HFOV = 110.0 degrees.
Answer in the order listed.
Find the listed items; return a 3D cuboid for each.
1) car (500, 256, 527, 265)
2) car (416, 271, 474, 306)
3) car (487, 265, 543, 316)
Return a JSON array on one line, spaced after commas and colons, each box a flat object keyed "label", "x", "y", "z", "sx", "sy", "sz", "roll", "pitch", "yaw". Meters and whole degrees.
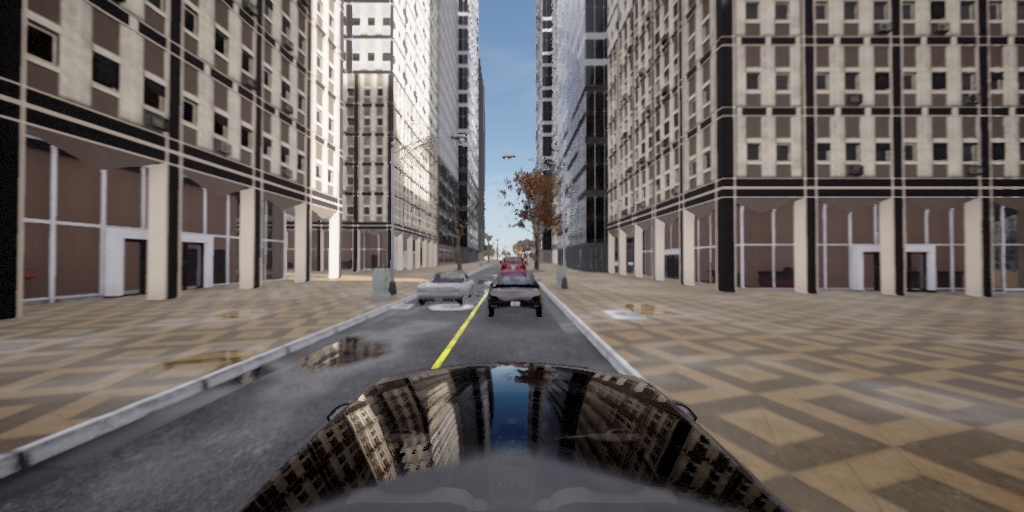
[{"label": "car", "x": 0.108, "y": 1.020, "z": 31.276, "sx": 2.150, "sy": 2.045, "sz": 5.566, "roll": 0, "pitch": 0, "yaw": 0}, {"label": "car", "x": -2.845, "y": 1.375, "z": 16.099, "sx": 1.895, "sy": 1.301, "sz": 4.718, "roll": 0, "pitch": 0, "yaw": 0}, {"label": "car", "x": 0.102, "y": 1.261, "z": 13.419, "sx": 2.128, "sy": 1.511, "sz": 4.902, "roll": 0, "pitch": 0, "yaw": 0}]
